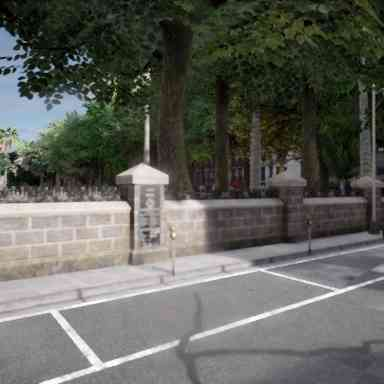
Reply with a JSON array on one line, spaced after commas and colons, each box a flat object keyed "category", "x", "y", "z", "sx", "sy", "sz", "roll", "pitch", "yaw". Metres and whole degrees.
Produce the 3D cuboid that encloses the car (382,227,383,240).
[{"category": "car", "x": 9.787, "y": 1.296, "z": 13.521, "sx": 5.009, "sy": 1.841, "sz": 2.192, "roll": 0, "pitch": 0, "yaw": -36}]
